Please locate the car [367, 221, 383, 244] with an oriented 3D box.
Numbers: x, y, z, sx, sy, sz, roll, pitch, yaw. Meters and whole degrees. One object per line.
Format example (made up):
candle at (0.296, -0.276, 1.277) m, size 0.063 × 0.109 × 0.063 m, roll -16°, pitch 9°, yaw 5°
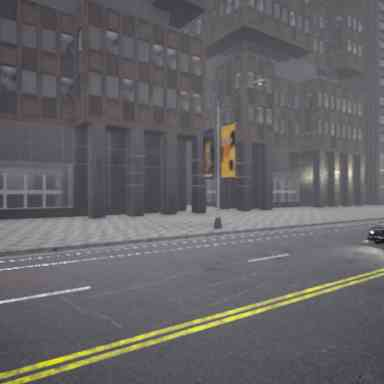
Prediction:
car at (9.945, 1.572, 14.770) m, size 5.357 × 1.411 × 2.033 m, roll 0°, pitch 0°, yaw -35°
